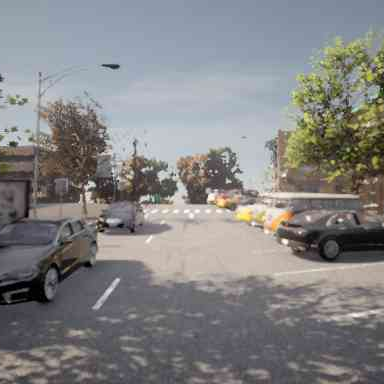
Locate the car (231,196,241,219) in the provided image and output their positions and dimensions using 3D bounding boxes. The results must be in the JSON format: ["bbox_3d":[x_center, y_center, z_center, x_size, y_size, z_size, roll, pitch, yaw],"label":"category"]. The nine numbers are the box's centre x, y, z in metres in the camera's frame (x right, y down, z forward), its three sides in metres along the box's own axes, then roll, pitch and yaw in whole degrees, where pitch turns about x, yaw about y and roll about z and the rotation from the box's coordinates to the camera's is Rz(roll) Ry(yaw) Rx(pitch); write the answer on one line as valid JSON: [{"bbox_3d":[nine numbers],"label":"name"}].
[{"bbox_3d":[5.449,1.214,20.543,5.366,1.575,1.946,0,0,-20],"label":"car"}]

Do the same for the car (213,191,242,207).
[{"bbox_3d":[5.424,1.023,35.652,5.366,1.575,1.946,0,0,-20],"label":"car"}]

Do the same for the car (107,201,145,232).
[{"bbox_3d":[-3.744,1.265,18.225,2.128,1.511,4.902,0,1,0],"label":"car"}]

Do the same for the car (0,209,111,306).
[{"bbox_3d":[-3.679,1.394,8.035,2.128,1.511,4.902,0,1,-1],"label":"car"}]

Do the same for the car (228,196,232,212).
[{"bbox_3d":[5.288,1.218,23.504,4.674,1.452,2.002,0,1,-20],"label":"car"}]

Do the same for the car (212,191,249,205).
[{"bbox_3d":[5.166,0.822,44.673,4.553,1.767,2.185,1,-2,-21],"label":"car"}]

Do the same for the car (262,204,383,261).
[{"bbox_3d":[5.236,1.332,11.407,4.892,1.521,2.231,1,0,-20],"label":"car"}]

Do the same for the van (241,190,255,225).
[{"bbox_3d":[5.157,1.028,17.410,4.442,1.987,1.878,0,1,-20],"label":"van"}]

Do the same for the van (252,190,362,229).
[{"bbox_3d":[5.149,1.066,14.381,4.442,1.987,1.878,0,1,-20],"label":"van"}]

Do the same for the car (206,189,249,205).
[{"bbox_3d":[5.068,0.777,47.625,5.566,2.045,2.435,2,-5,-20],"label":"car"}]

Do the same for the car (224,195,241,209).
[{"bbox_3d":[5.279,1.179,26.532,4.674,1.452,2.002,0,1,-20],"label":"car"}]

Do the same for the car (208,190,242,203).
[{"bbox_3d":[5.203,0.735,38.596,5.566,2.045,2.435,0,1,-21],"label":"car"}]

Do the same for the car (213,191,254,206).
[{"bbox_3d":[5.158,0.822,41.648,4.553,1.767,2.185,1,0,-21],"label":"car"}]
